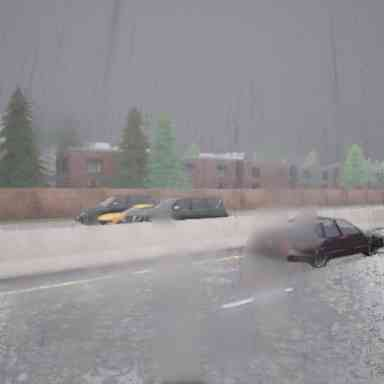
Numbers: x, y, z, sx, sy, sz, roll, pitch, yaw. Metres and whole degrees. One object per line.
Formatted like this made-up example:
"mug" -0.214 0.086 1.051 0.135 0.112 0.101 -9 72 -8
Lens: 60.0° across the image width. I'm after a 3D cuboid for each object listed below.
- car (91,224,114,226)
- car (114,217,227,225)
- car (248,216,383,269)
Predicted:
"car" -2.890 1.460 19.131 5.008 1.535 1.882 0 0 -36
"car" -0.664 1.203 16.418 5.566 2.045 2.150 0 0 -36
"car" 4.305 1.524 11.119 5.357 1.411 2.033 0 0 -36
